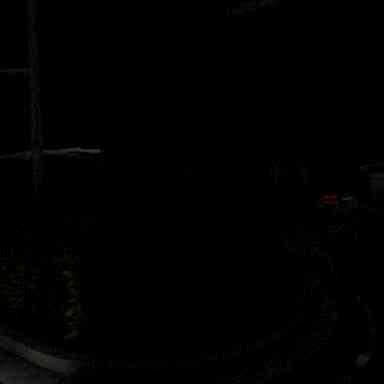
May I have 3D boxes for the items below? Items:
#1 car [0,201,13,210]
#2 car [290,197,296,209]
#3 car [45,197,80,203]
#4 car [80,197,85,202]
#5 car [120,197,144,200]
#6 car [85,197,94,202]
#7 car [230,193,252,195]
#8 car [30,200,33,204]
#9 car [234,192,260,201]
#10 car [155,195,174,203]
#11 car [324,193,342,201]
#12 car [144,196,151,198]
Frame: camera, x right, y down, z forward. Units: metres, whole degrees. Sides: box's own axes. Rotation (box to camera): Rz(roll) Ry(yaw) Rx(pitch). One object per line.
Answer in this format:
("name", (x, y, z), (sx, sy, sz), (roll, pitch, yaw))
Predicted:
("car", (-30.058, 2.299, 52.392), (5.027, 1.636, 2.152), (-2, 0, 35))
("car", (10.266, 1.197, 36.248), (2.033, 1.411, 5.357), (-2, 0, 36))
("car", (-13.221, 1.627, 32.518), (3.866, 1.878, 1.905), (-2, 0, 35))
("car", (-22.650, 1.918, 62.817), (3.866, 1.878, 1.905), (-2, 0, 35))
("car", (-9.921, 1.685, 49.495), (4.514, 1.523, 2.007), (-2, 0, 35))
("car", (-21.302, 1.882, 65.424), (4.605, 1.855, 1.932), (-2, 0, 35))
("car", (9.013, 0.969, 62.817), (5.027, 1.636, 2.152), (-2, 0, 35))
("car", (-17.723, 1.802, 39.757), (4.605, 1.855, 1.932), (-2, 0, 35))
("car", (10.788, 0.905, 65.403), (4.514, 1.523, 2.007), (-2, 0, 35))
("car", (-6.099, 1.573, 73.757), (3.806, 1.475, 1.970), (-2, 0, 35))
("car", (22.861, 0.733, 53.740), (1.895, 1.301, 4.718), (-2, 0, 36))
("car", (-10.416, 1.712, 80.487), (3.633, 1.501, 1.845), (-2, 0, 35))
